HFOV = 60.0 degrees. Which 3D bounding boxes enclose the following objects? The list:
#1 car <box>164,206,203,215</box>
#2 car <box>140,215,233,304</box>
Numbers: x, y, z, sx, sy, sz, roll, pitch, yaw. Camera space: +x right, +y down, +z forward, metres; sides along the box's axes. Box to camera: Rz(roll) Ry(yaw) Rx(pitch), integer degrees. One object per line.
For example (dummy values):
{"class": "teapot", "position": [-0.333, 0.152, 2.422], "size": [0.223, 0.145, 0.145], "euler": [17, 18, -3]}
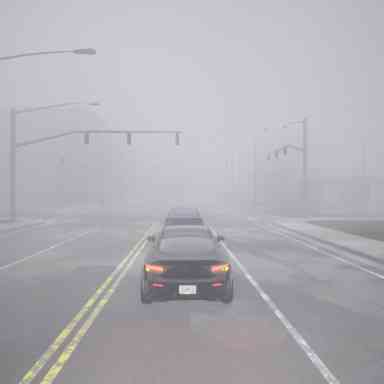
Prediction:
{"class": "car", "position": [-0.420, 1.478, 17.121], "size": [1.882, 1.535, 5.008], "euler": [0, 0, -2]}
{"class": "car", "position": [-0.141, 1.526, 8.065], "size": [1.812, 1.442, 4.674], "euler": [0, 0, -2]}
